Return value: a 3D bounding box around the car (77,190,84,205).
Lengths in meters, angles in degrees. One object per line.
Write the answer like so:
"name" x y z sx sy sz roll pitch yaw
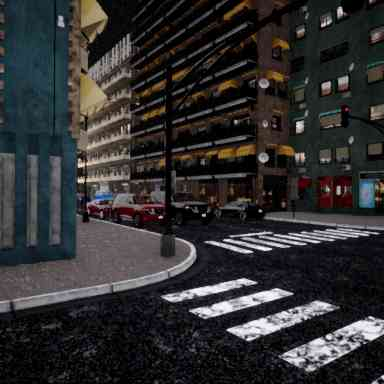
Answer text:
"car" -15.264 0.612 41.478 2.150 2.045 5.566 1 0 -35

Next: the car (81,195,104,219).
"car" -6.461 1.182 24.838 1.887 1.381 4.507 2 0 -36

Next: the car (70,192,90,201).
"car" -19.216 0.769 56.806 1.887 1.381 4.507 2 0 -36

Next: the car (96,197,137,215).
"car" -6.832 1.199 29.756 1.895 1.301 4.718 1 0 -36

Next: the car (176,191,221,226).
"car" -0.920 0.966 21.572 2.150 2.045 5.566 1 0 -36

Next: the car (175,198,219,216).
"car" 0.354 1.288 29.713 1.802 1.307 4.206 2 0 -36

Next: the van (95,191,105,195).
"van" -12.688 0.726 47.776 1.690 1.788 3.998 2 0 -36

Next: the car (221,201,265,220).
"car" 3.616 1.353 25.197 1.947 1.339 4.313 2 0 -36

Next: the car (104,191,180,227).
"car" -3.192 1.033 20.322 2.192 1.841 5.009 2 0 -36

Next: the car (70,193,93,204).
"car" -15.985 0.899 47.817 1.994 1.385 4.181 1 0 -35
